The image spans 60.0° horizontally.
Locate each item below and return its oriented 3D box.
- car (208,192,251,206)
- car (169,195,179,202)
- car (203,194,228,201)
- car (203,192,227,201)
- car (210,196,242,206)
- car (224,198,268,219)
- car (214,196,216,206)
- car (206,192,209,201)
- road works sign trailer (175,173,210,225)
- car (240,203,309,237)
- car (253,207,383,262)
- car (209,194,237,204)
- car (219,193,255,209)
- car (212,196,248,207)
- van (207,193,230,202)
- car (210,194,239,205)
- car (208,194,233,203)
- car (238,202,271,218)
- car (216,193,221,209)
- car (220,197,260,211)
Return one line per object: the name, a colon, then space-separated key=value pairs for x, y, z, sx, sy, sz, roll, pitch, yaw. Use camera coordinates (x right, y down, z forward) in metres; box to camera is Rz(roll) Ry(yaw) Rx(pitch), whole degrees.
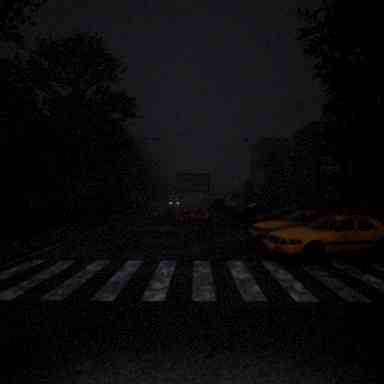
car: x=5.461 y=1.150 z=42.027 sx=5.566 sy=2.045 sz=2.435 roll=1 pitch=0 yaw=-20
car: x=-3.758 y=1.402 z=70.928 sx=1.837 sy=1.490 sz=4.892 roll=0 pitch=0 yaw=0
car: x=5.522 y=1.387 z=78.024 sx=5.366 sy=1.575 sz=1.946 roll=1 pitch=0 yaw=-20
car: x=5.738 y=1.144 z=84.116 sx=5.566 sy=2.045 sz=2.435 roll=1 pitch=0 yaw=-20
car: x=5.533 y=1.417 z=54.044 sx=4.792 sy=1.488 sz=2.163 roll=1 pitch=0 yaw=-20
car: x=5.377 y=1.478 z=27.041 sx=4.674 sy=1.452 sz=2.002 roll=1 pitch=0 yaw=-20
car: x=5.446 y=1.447 z=39.050 sx=4.674 sy=1.452 sz=2.002 roll=1 pitch=0 yaw=-20
car: x=5.514 y=1.138 z=51.044 sx=5.566 sy=2.045 sz=2.435 roll=1 pitch=0 yaw=-20
road works sign trailer: x=0.054 y=0.426 z=23.779 sx=2.380 sy=3.560 sz=2.880 roll=0 pitch=0 yaw=0
car: x=5.154 y=1.472 z=14.976 sx=5.366 sy=1.575 sz=1.946 roll=1 pitch=0 yaw=-20
car: x=5.148 y=1.482 z=11.975 sx=5.366 sy=1.575 sz=1.946 roll=1 pitch=0 yaw=-20
car: x=5.570 y=1.260 z=60.059 sx=4.553 sy=1.767 sz=2.185 roll=1 pitch=0 yaw=-20
car: x=5.442 y=1.296 z=33.052 sx=4.553 sy=1.767 sz=2.185 roll=1 pitch=0 yaw=-20
car: x=5.486 y=1.422 z=48.043 sx=4.792 sy=1.488 sz=2.163 roll=1 pitch=0 yaw=-20
van: x=5.784 y=1.166 z=72.124 sx=4.442 sy=1.987 sz=1.878 roll=1 pitch=0 yaw=-20
car: x=5.549 y=1.260 z=57.058 sx=4.553 sy=1.767 sz=2.185 roll=1 pitch=0 yaw=-20
car: x=5.674 y=1.262 z=66.076 sx=4.553 sy=1.767 sz=2.185 roll=1 pitch=0 yaw=-20
car: x=5.345 y=1.468 z=18.040 sx=4.892 sy=1.521 sz=2.231 roll=1 pitch=0 yaw=-20
car: x=5.462 y=1.288 z=36.053 sx=4.553 sy=1.767 sz=2.185 roll=1 pitch=0 yaw=-20
car: x=5.364 y=1.458 z=30.032 sx=4.792 sy=1.488 sz=2.163 roll=1 pitch=0 yaw=-20
